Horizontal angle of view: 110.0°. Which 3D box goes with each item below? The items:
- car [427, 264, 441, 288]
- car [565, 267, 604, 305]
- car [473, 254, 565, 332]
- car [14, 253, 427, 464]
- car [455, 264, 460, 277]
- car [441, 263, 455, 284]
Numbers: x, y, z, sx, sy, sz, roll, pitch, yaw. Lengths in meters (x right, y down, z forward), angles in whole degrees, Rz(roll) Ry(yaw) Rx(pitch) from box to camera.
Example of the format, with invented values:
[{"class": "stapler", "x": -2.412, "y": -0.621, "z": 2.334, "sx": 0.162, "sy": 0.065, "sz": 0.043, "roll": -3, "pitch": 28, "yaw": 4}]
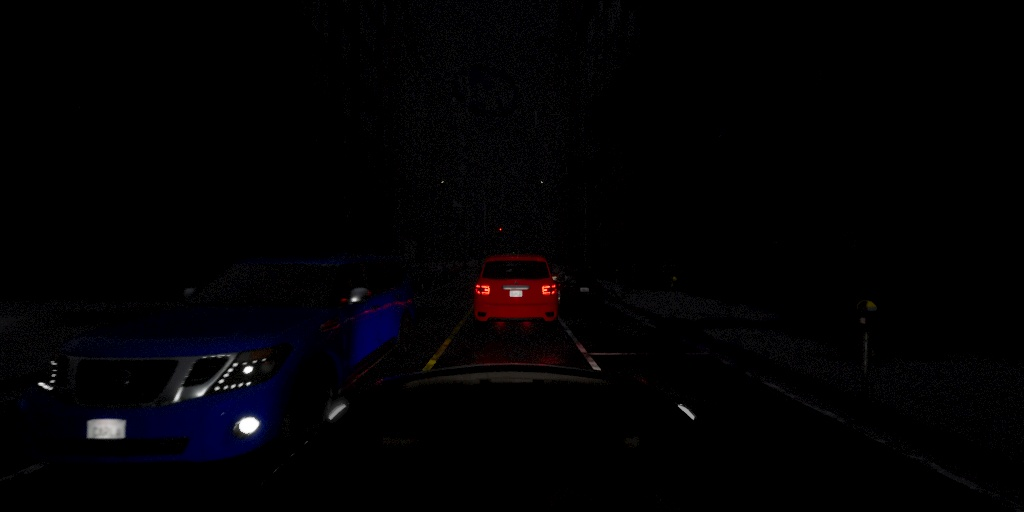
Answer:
[{"class": "car", "x": -5.762, "y": 1.314, "z": 21.169, "sx": 1.948, "sy": 1.339, "sz": 4.313, "roll": 0, "pitch": 0, "yaw": 0}, {"class": "car", "x": 2.763, "y": 1.313, "z": 15.662, "sx": 1.948, "sy": 1.339, "sz": 4.313, "roll": 0, "pitch": 0, "yaw": 0}, {"class": "car", "x": 0.103, "y": 0.970, "z": 11.023, "sx": 2.150, "sy": 2.045, "sz": 5.566, "roll": 0, "pitch": 0, "yaw": 0}, {"class": "car", "x": -3.100, "y": 0.970, "z": 5.504, "sx": 2.150, "sy": 2.045, "sz": 5.566, "roll": 0, "pitch": 0, "yaw": 0}, {"class": "car", "x": -5.760, "y": 1.293, "z": 32.179, "sx": 1.888, "sy": 1.381, "sz": 4.507, "roll": 0, "pitch": 0, "yaw": 0}, {"class": "car", "x": -5.761, "y": 1.299, "z": 26.674, "sx": 2.007, "sy": 1.370, "sz": 4.403, "roll": 0, "pitch": 0, "yaw": 0}]
